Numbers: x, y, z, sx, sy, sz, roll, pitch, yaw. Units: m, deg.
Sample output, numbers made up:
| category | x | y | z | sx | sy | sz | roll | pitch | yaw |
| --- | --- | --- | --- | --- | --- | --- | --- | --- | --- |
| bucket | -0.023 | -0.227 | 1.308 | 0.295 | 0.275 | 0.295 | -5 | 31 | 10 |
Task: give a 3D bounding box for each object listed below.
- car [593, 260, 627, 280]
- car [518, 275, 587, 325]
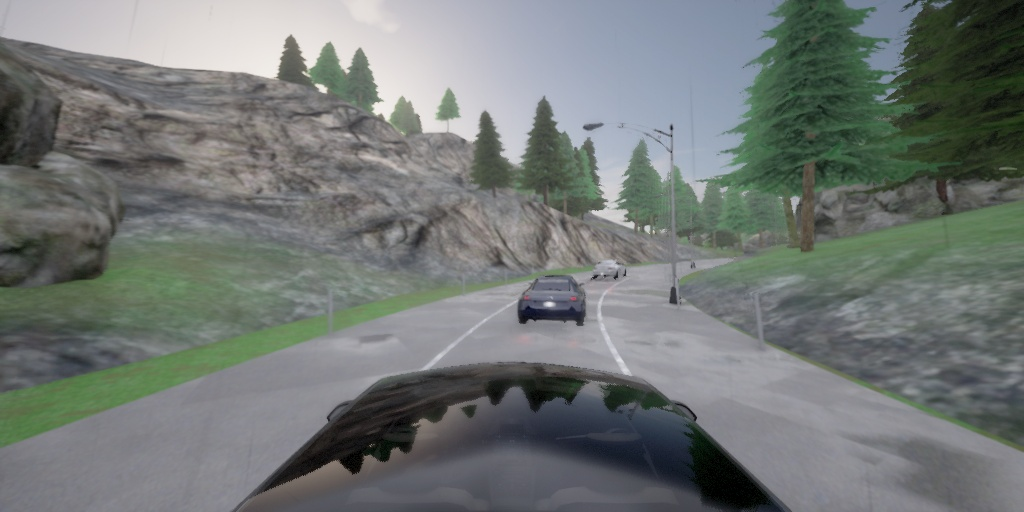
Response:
| category | x | y | z | sx | sy | sz | roll | pitch | yaw |
| --- | --- | --- | --- | --- | --- | --- | --- | --- | --- |
| car | 7.693 | 1.024 | 28.141 | 1.812 | 1.442 | 4.674 | -1 | 0 | 29 |
| car | 1.443 | 1.304 | 11.873 | 1.994 | 1.385 | 4.181 | 0 | 0 | 12 |
